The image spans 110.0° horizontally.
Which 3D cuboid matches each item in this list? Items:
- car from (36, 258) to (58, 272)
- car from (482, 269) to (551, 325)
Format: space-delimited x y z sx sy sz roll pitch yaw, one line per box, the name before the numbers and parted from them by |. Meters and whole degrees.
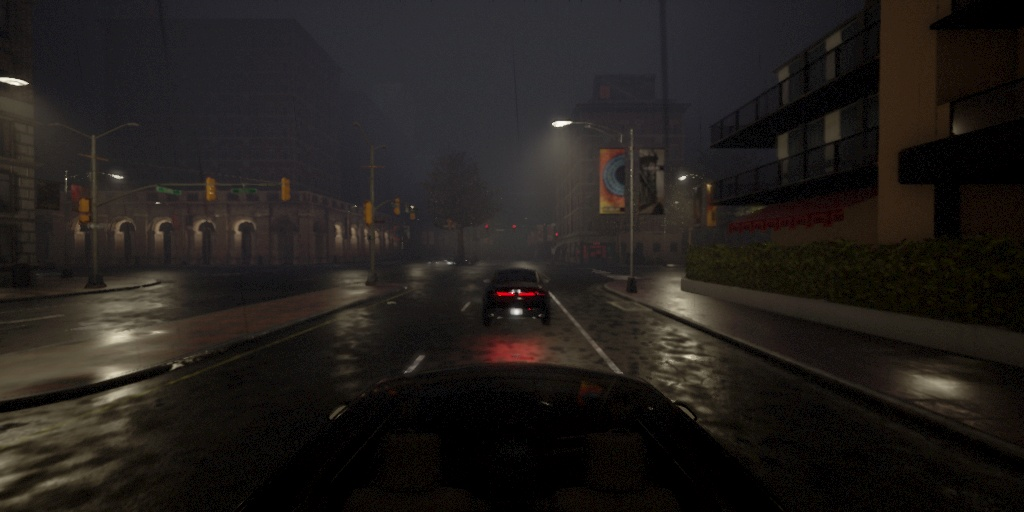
car | -45.502 0.790 33.399 5.008 1.535 1.882 0 1 1
car | 0.132 1.126 11.231 1.837 1.490 4.892 0 0 0
